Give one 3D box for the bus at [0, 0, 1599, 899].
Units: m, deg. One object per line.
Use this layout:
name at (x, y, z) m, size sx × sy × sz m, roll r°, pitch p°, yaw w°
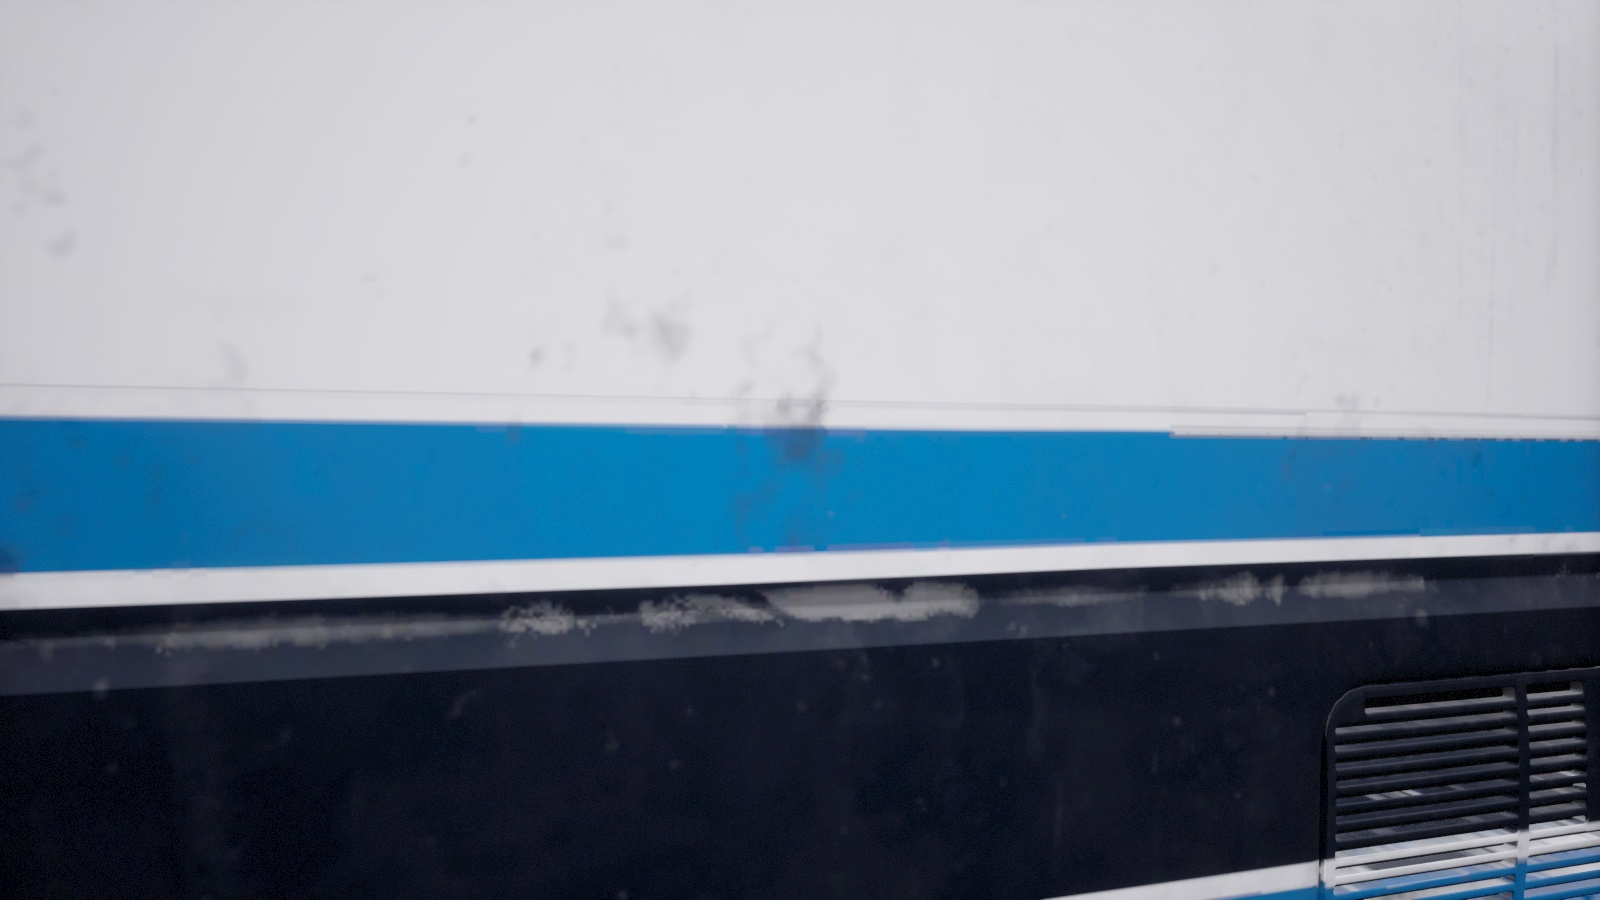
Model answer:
bus at (0.063, -0.632, 3.246) m, size 10.273 × 4.253 × 3.944 m, roll -1°, pitch 1°, yaw -21°
